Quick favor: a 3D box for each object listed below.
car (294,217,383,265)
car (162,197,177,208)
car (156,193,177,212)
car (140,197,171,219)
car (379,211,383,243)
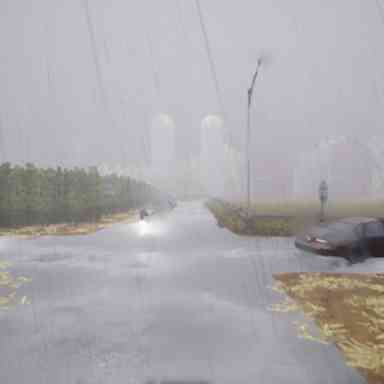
[{"bbox_3d":[6.378,1.616,11.664,5.357,1.411,2.033,0,0,-12],"label":"car"},{"bbox_3d":[-3.176,1.459,48.457,1.812,1.442,4.674,0,0,0],"label":"car"},{"bbox_3d":[-3.198,1.162,38.339,2.150,2.045,5.566,0,0,0],"label":"car"},{"bbox_3d":[-3.199,1.409,28.004,2.128,1.511,4.902,0,0,0],"label":"car"},{"bbox_3d":[11.109,1.615,14.716,4.674,1.442,1.812,0,0,0],"label":"car"}]
